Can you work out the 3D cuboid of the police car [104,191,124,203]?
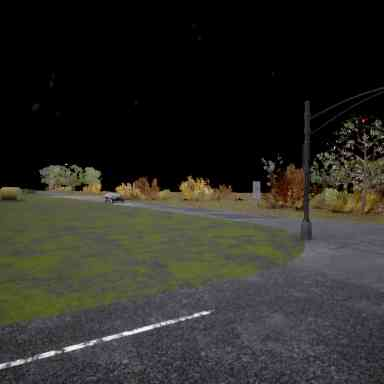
[{"bbox_3d":[-11.649,0.744,49.721,1.930,1.638,5.238,1,0,-32],"label":"police car"}]
